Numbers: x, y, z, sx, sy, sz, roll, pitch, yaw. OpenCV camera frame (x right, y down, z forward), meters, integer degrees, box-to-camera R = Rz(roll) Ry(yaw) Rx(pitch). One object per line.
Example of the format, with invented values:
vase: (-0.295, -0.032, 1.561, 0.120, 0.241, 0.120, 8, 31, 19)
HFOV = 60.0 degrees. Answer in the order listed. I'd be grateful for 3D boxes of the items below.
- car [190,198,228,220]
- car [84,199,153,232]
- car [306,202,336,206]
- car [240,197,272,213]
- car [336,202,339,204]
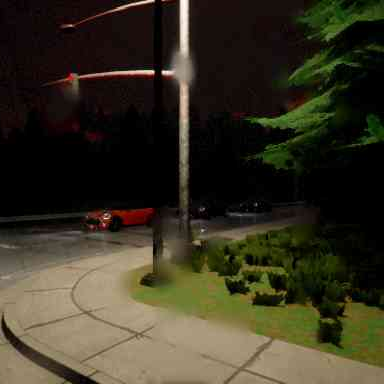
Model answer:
car: (1.193, 1.325, 27.916, 2.097, 1.767, 4.553, 0, 0, 35)
car: (-4.223, 1.325, 20.087, 2.097, 1.767, 4.553, 0, 0, 35)
car: (16.413, 1.195, 42.900, 2.150, 2.045, 5.566, 0, 0, 36)
car: (6.958, 1.325, 36.144, 2.097, 1.767, 4.553, 0, 0, 36)
car: (22.714, 1.465, 51.368, 2.128, 1.511, 4.902, 0, 0, 37)
